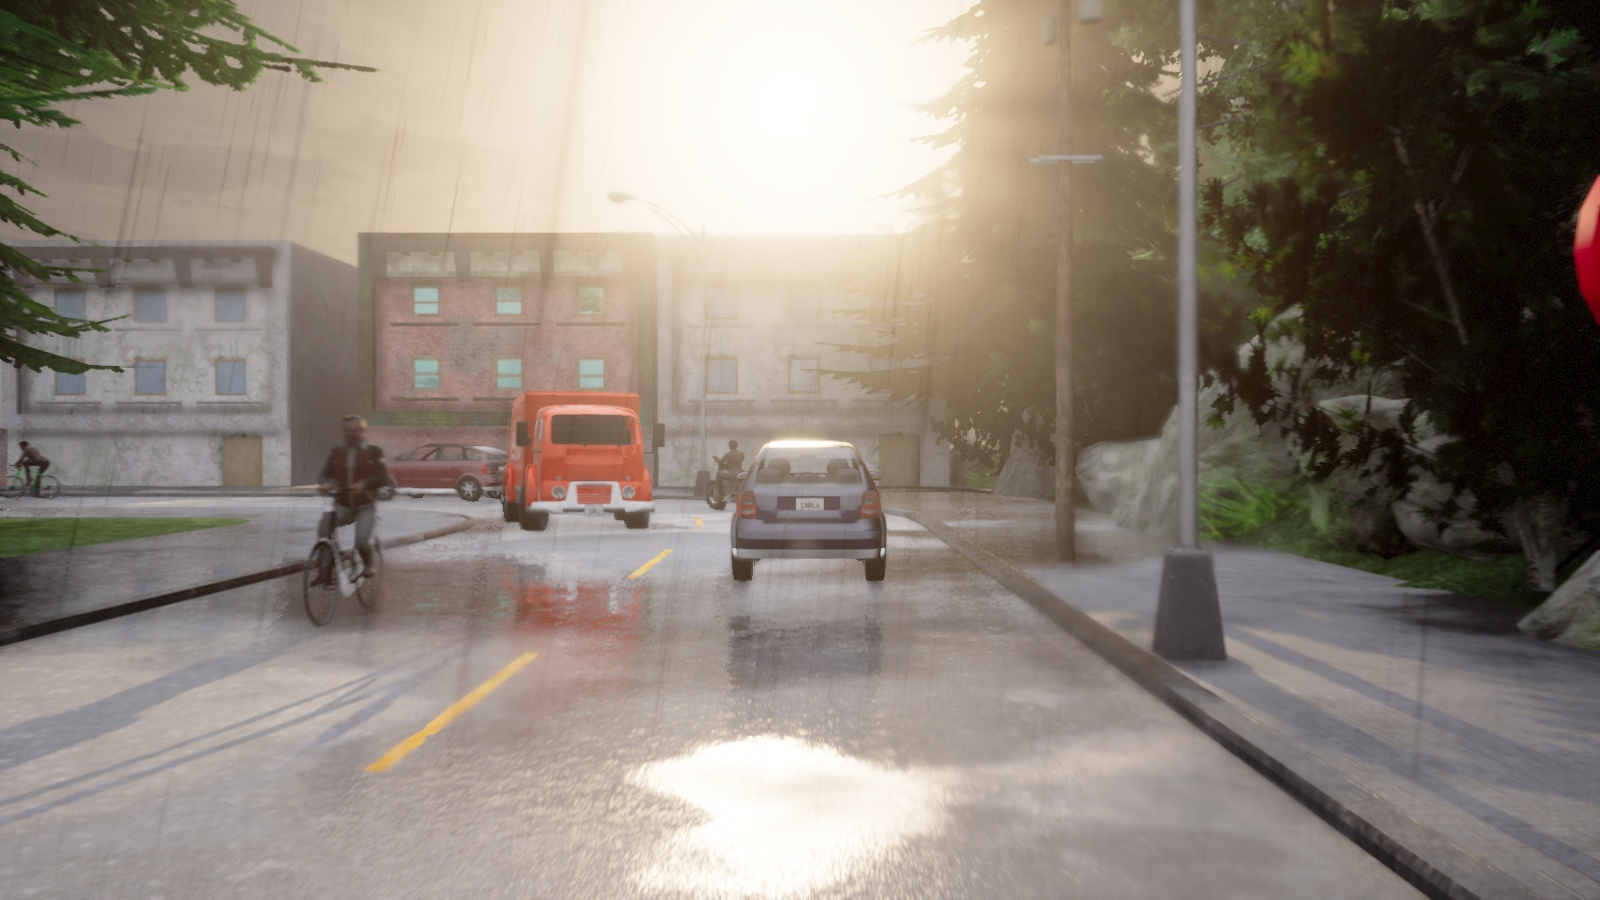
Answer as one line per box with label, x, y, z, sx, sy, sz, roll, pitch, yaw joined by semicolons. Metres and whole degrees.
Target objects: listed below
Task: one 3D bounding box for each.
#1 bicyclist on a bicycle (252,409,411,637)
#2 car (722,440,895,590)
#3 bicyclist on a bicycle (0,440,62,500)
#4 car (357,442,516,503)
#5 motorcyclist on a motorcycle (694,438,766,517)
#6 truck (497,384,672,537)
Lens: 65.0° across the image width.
bicyclist on a bicycle;-3.931;0.570;10.695;0.659;1.776;1.843;0;0;0
car;0.100;0.663;14.861;1.789;1.549;3.705;0;0;0
bicyclist on a bicycle;-21.040;0.540;34.084;1.656;1.620;0.582;0;0;1
car;-9.721;0.578;33.695;3.705;1.549;1.789;0;0;14
motorcyclist on a motorcycle;-1.580;0.582;27.895;0.766;1.649;2.350;-1;1;-25
truck;-4.124;0.160;23.114;2.627;2.467;5.204;1;0;-16
